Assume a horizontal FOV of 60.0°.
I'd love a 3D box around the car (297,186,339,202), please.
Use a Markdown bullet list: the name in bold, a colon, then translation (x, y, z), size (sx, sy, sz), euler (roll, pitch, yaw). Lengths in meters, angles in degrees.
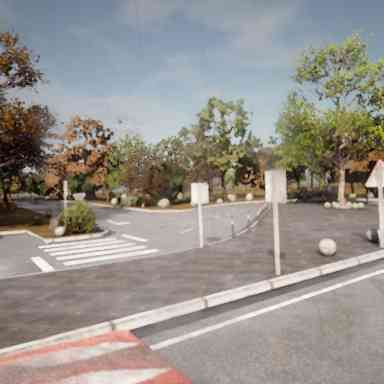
- **car**: translation (16.698, 0.241, 43.812), size (5.566, 2.045, 2.150), euler (0, 2, 13)
